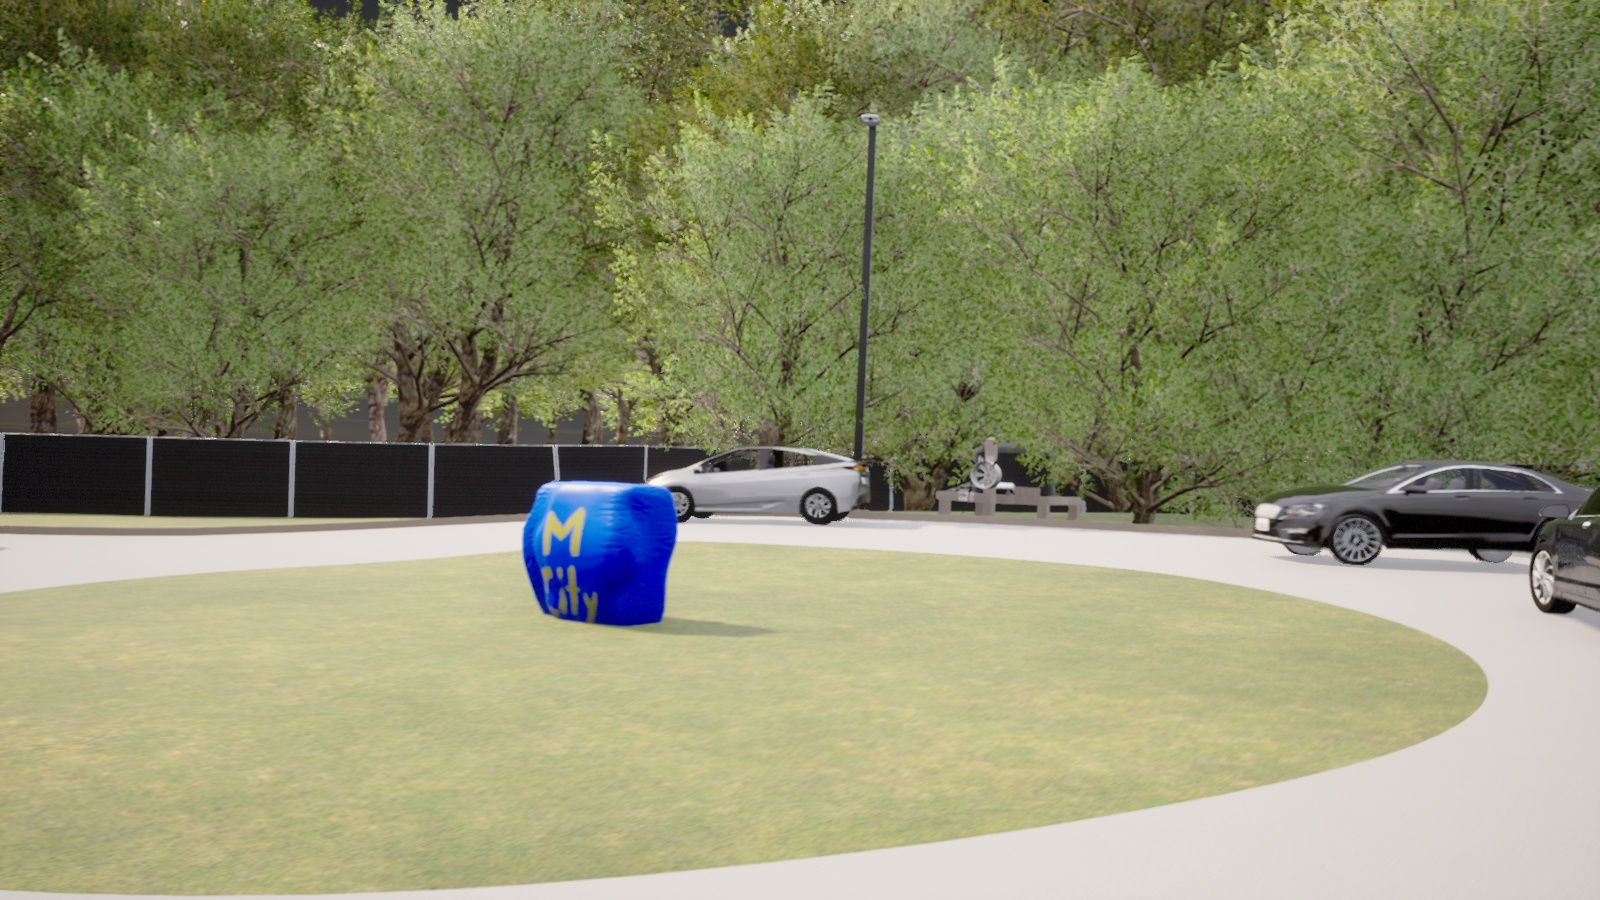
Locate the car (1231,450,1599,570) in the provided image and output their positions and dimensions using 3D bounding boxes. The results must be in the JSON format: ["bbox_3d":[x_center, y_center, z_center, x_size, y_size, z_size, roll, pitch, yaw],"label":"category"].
[{"bbox_3d":[9.086,0.829,18.169,4.902,1.511,2.128,2,0,-2],"label":"car"}]

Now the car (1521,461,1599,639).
[{"bbox_3d":[7.739,0.849,10.700,1.837,1.490,4.892,1,0,19],"label":"car"}]

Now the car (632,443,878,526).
[{"bbox_3d":[-0.844,0.651,24.966,4.514,1.525,2.007,0,0,12],"label":"car"}]
